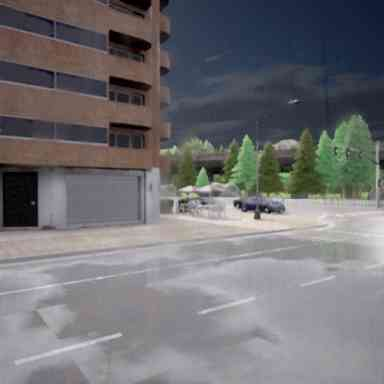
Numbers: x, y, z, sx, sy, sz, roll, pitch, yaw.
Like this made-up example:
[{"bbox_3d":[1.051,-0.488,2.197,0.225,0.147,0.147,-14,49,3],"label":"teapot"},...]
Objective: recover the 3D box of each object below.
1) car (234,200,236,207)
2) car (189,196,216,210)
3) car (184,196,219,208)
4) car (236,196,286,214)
[{"bbox_3d":[7.015,1.316,38.785,1.882,1.535,5.008,0,0,-37],"label":"car"},{"bbox_3d":[1.574,1.357,40.264,1.837,1.490,4.892,0,0,-37],"label":"car"},{"bbox_3d":[1.258,1.329,46.194,2.128,1.511,4.902,0,0,-41],"label":"car"},{"bbox_3d":[6.997,1.203,32.859,2.097,1.767,4.553,0,0,-36],"label":"car"}]
